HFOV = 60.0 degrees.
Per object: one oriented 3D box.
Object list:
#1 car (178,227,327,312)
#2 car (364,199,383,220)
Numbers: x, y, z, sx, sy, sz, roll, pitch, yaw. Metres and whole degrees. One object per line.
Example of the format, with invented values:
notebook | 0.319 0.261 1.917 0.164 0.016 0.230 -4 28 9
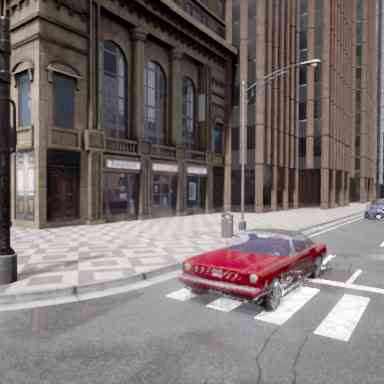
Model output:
car | 1.738 1.595 8.021 1.895 1.301 4.718 1 0 36
car | 15.892 1.379 27.856 2.097 1.767 4.553 1 0 36
